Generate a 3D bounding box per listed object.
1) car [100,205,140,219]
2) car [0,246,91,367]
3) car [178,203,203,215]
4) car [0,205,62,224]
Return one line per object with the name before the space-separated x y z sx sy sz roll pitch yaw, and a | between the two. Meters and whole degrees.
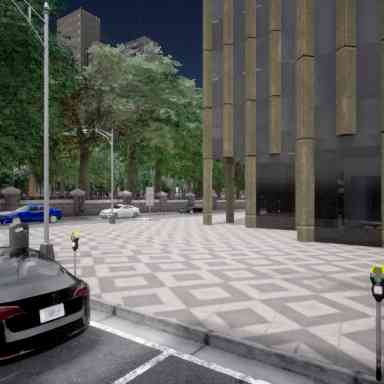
car | -7.482 2.054 34.963 1.812 1.442 4.674 0 -1 35
car | -3.463 1.566 5.416 4.313 1.339 1.947 0 0 35
car | 0.134 2.285 45.802 1.882 1.535 5.008 0 -1 35
car | -13.076 1.806 26.986 1.882 1.535 5.008 0 -1 35
